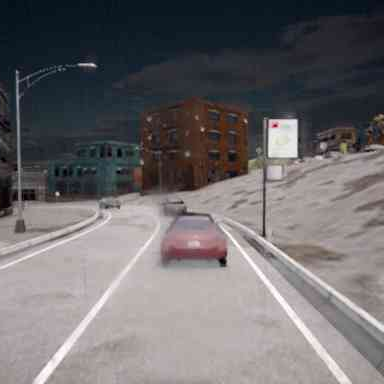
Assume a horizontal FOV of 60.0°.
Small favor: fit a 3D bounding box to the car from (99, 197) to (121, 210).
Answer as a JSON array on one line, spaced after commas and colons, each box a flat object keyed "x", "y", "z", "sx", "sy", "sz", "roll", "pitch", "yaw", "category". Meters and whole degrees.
[{"x": -10.097, "y": 1.383, "z": 40.742, "sx": 1.837, "sy": 1.490, "sz": 4.892, "roll": -1, "pitch": -1, "yaw": -27, "category": "car"}]

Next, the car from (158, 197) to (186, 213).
[{"x": -1.728, "y": 1.197, "z": 28.396, "sx": 2.128, "sy": 1.511, "sz": 4.902, "roll": 0, "pitch": 0, "yaw": -12, "category": "car"}]

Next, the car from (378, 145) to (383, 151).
[{"x": 21.863, "y": -4.668, "z": 34.074, "sx": 2.231, "sy": 1.521, "sz": 4.892, "roll": 0, "pitch": 2, "yaw": -1, "category": "car"}]

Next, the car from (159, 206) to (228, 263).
[{"x": 0.064, "y": 1.381, "z": 11.181, "sx": 1.994, "sy": 1.385, "sz": 4.181, "roll": 0, "pitch": 1, "yaw": 0, "category": "car"}]

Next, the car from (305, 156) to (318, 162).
[{"x": 21.378, "y": -5.355, "z": 56.012, "sx": 2.002, "sy": 1.452, "sz": 4.674, "roll": 0, "pitch": 2, "yaw": -1, "category": "car"}]

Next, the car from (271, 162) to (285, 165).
[{"x": 20.894, "y": -6.088, "z": 78.208, "sx": 2.231, "sy": 1.521, "sz": 4.892, "roll": 0, "pitch": 2, "yaw": -1, "category": "car"}]

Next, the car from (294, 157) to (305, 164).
[{"x": 21.254, "y": -5.704, "z": 61.679, "sx": 2.185, "sy": 1.767, "sz": 4.553, "roll": 0, "pitch": 2, "yaw": -1, "category": "car"}]

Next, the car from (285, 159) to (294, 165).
[{"x": 21.134, "y": -5.878, "z": 67.195, "sx": 2.185, "sy": 1.767, "sz": 4.553, "roll": 0, "pitch": 2, "yaw": -1, "category": "car"}]

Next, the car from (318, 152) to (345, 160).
[{"x": 21.497, "y": -5.343, "z": 50.517, "sx": 2.185, "sy": 1.767, "sz": 4.553, "roll": 0, "pitch": 2, "yaw": -1, "category": "car"}]

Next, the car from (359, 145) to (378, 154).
[{"x": 21.734, "y": -4.860, "z": 39.588, "sx": 2.231, "sy": 1.521, "sz": 4.892, "roll": 0, "pitch": 2, "yaw": -1, "category": "car"}]
